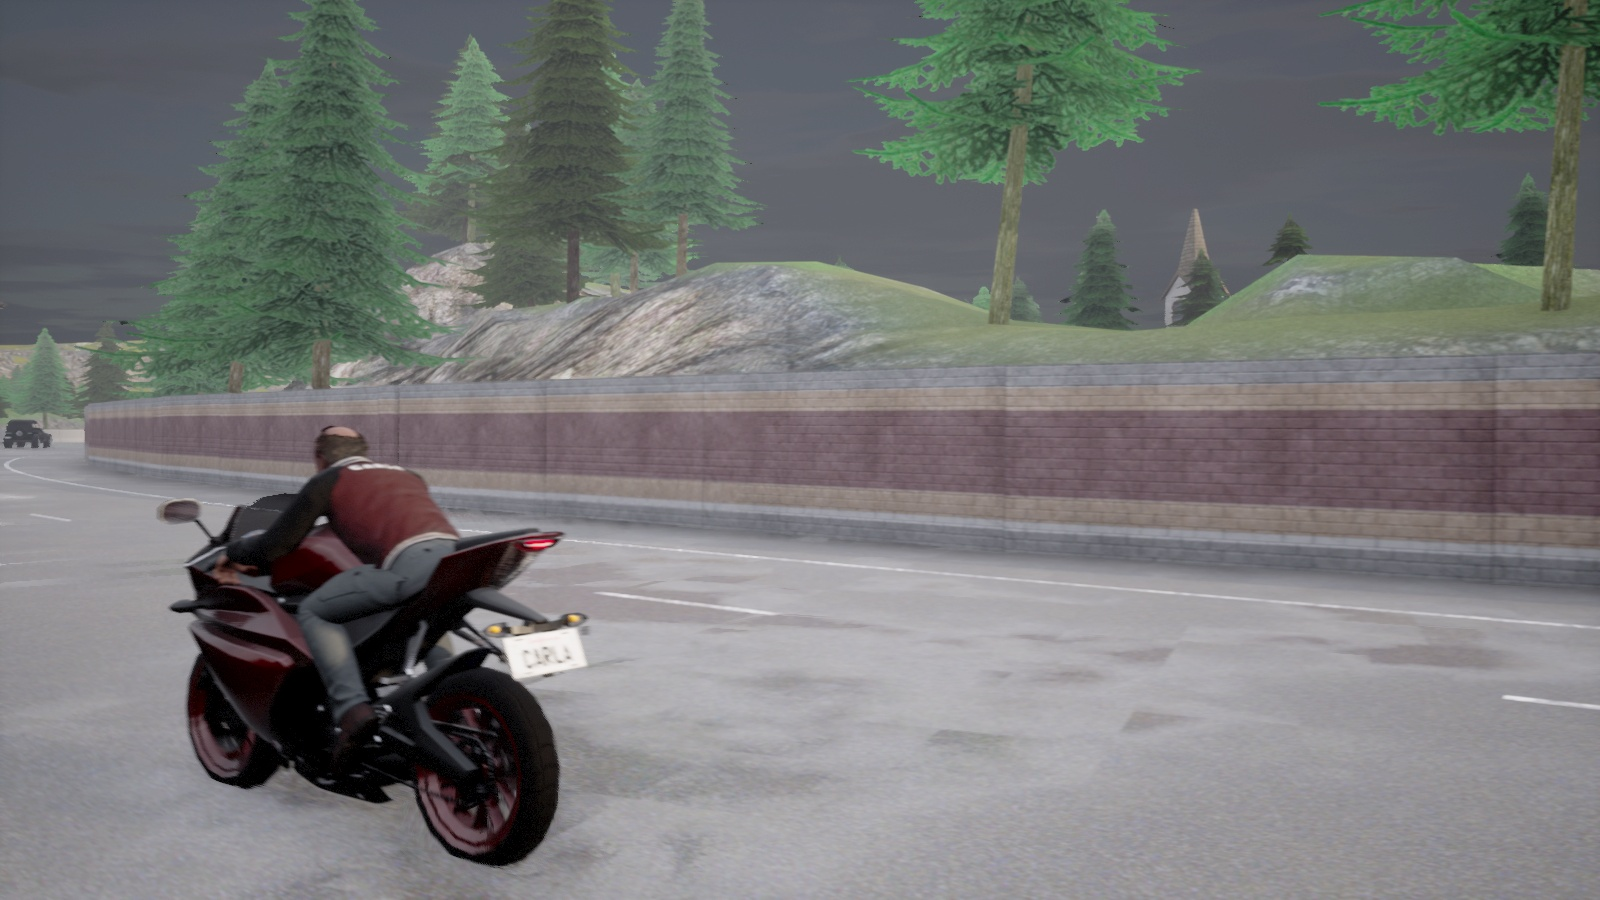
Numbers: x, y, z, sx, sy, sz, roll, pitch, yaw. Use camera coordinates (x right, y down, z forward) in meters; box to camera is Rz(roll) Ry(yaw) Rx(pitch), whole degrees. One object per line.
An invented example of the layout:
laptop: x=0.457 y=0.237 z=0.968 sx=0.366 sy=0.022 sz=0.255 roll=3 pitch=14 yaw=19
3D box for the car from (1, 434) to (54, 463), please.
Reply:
car: x=-51.126 y=-0.127 z=83.160 sx=1.905 sy=1.878 sz=3.866 roll=-1 pitch=1 yaw=-14

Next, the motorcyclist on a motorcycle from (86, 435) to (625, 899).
motorcyclist on a motorcycle: x=-1.778 y=0.718 z=4.848 sx=2.191 sy=1.530 sz=0.866 roll=0 pitch=0 yaw=36
